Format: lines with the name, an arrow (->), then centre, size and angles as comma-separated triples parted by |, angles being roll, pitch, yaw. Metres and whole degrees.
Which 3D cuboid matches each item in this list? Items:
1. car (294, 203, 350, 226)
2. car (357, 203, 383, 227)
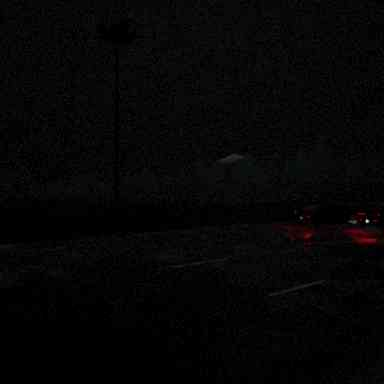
car -> 9.093, 1.517, 23.222 | 4.674, 1.442, 1.812 | 0, 0, -35
car -> 12.490, 1.496, 21.325 | 4.892, 1.490, 1.837 | 0, 0, -35
